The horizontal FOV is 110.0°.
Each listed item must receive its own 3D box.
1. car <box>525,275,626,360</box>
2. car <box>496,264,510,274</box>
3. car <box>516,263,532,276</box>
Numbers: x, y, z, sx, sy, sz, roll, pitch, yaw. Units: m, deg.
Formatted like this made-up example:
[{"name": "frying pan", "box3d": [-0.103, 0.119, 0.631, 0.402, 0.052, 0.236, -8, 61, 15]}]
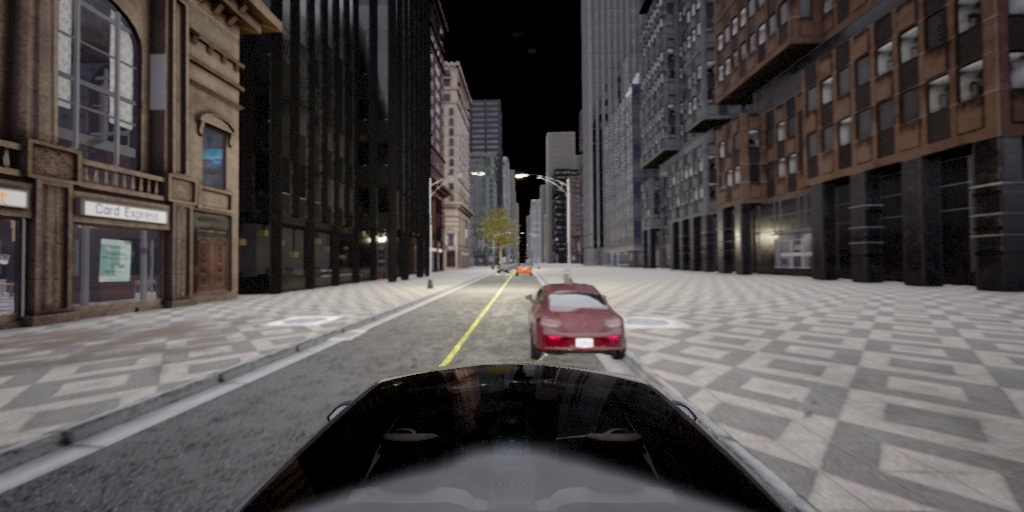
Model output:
[{"name": "car", "box3d": [1.313, 1.349, 8.446, 1.812, 1.442, 4.674, 0, -1, 2]}, {"name": "car", "box3d": [-1.298, 1.941, 54.126, 1.837, 1.490, 4.892, 0, -1, 2]}, {"name": "car", "box3d": [1.568, 1.665, 46.760, 2.097, 1.767, 4.553, 0, -1, 3]}]
